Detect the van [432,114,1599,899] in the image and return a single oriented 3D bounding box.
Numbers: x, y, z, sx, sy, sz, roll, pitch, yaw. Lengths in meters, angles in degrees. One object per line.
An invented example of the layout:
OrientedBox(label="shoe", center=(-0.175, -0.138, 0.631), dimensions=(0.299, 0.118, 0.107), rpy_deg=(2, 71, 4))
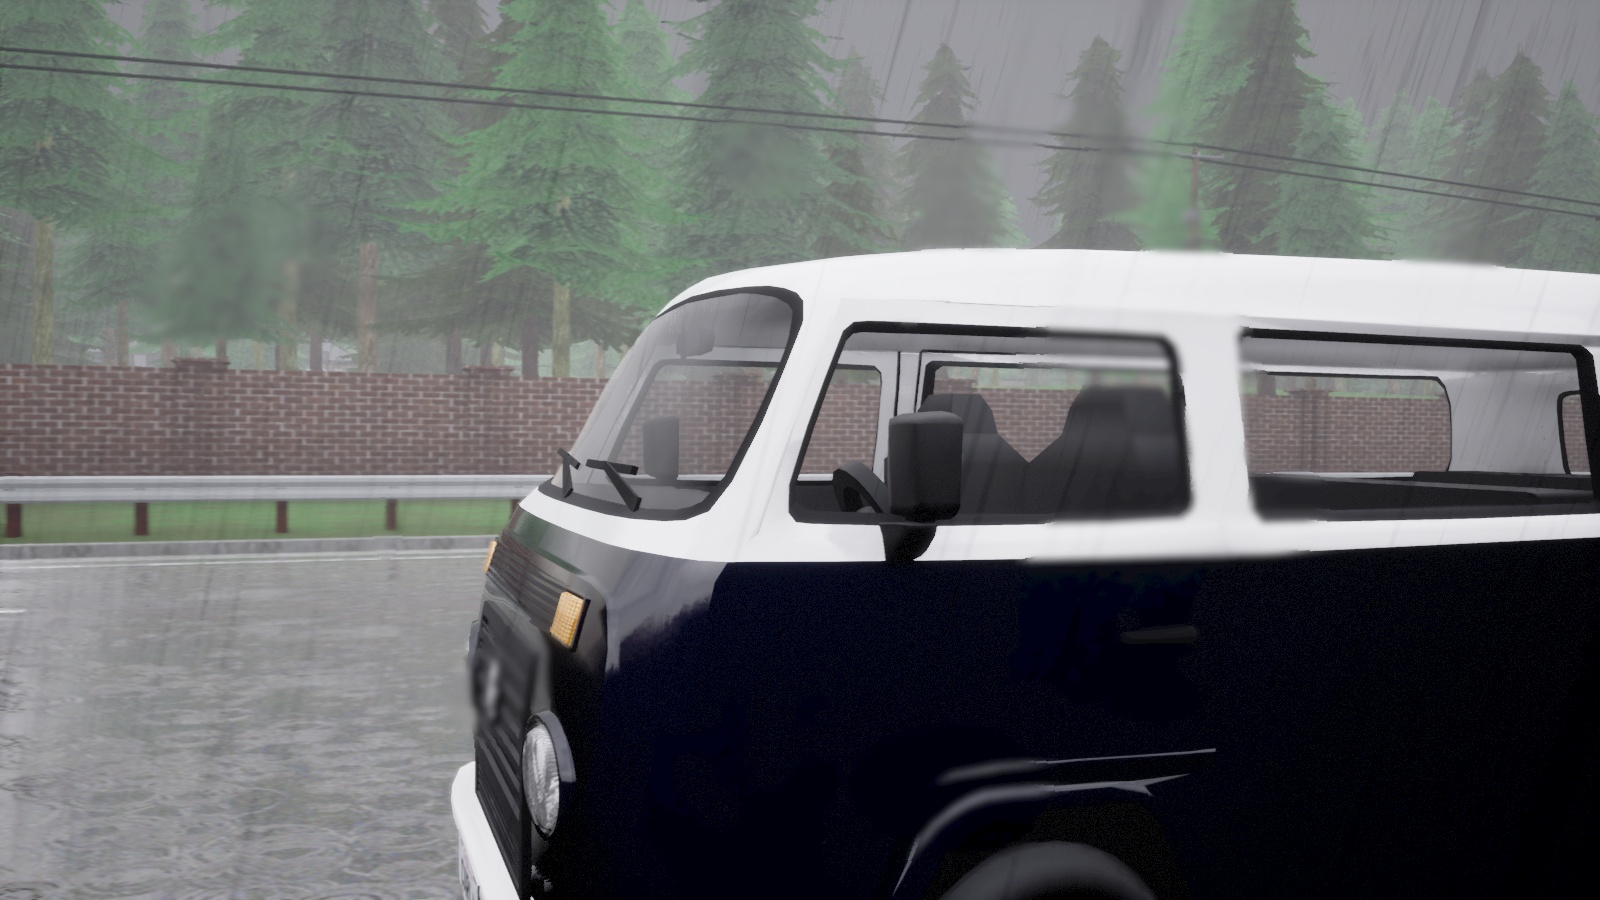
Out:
OrientedBox(label="van", center=(1.330, 0.446, 3.741), dimensions=(4.480, 2.038, 2.069), rpy_deg=(-1, 1, -21))
